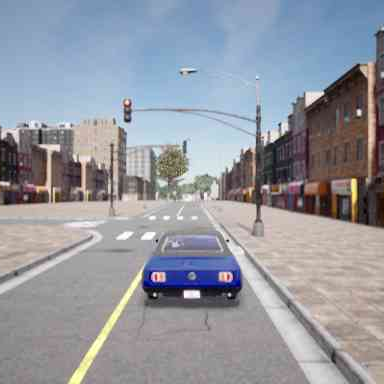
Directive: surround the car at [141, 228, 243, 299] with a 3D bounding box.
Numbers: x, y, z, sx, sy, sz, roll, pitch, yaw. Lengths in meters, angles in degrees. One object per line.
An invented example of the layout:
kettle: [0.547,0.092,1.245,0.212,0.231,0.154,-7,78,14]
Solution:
car: [0.009,1.555,8.266,1.895,1.301,4.718,0,0,0]
